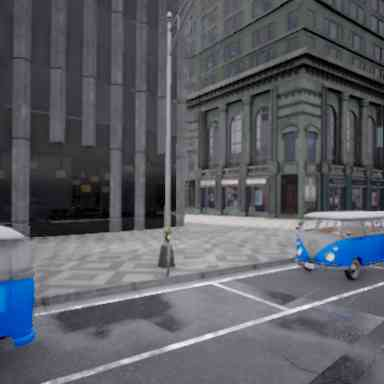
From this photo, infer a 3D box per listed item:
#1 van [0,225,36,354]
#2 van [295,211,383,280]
[{"bbox_3d":[-3.952,1.325,3.831,3.998,1.788,1.690,1,-1,-35],"label":"van"},{"bbox_3d":[4.861,1.483,10.118,3.998,1.788,1.690,1,-1,-35],"label":"van"}]
